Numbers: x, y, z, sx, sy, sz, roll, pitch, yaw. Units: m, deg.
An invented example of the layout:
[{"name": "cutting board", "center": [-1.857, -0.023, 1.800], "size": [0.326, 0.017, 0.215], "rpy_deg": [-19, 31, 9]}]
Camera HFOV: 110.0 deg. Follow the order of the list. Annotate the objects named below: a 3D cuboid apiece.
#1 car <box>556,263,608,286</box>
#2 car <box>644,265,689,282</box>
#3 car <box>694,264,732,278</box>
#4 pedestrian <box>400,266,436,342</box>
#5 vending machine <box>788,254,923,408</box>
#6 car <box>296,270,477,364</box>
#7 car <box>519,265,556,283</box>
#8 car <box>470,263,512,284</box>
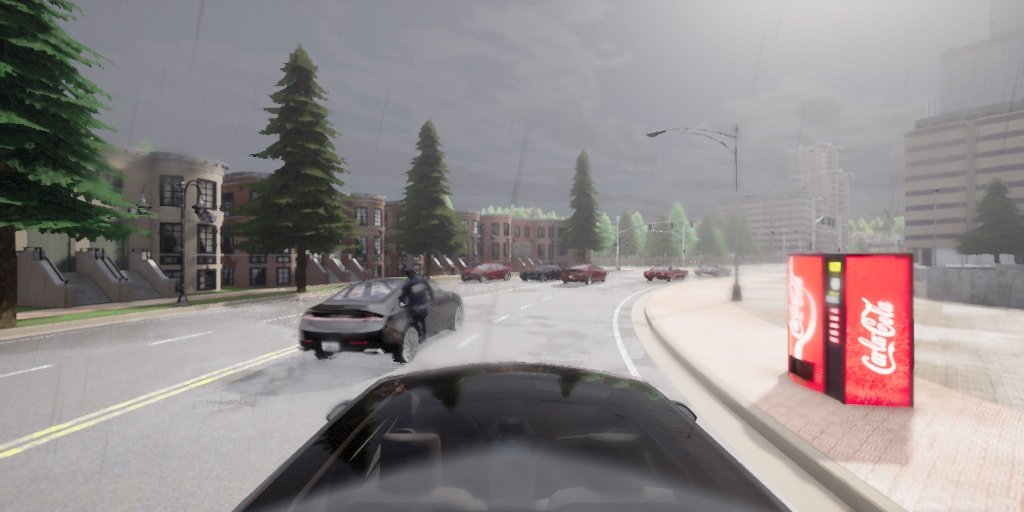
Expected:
[{"name": "car", "center": [5.475, 1.294, 26.516], "size": [1.882, 1.535, 5.008], "rpy_deg": [0, 0, 36]}, {"name": "car", "center": [12.757, 1.428, 29.447], "size": [4.718, 1.301, 1.895], "rpy_deg": [0, 0, -44]}, {"name": "car", "center": [20.345, 1.449, 36.203], "size": [4.718, 1.301, 1.895], "rpy_deg": [0, 0, -38]}, {"name": "pedestrian", "center": [-1.717, 1.067, 6.766], "size": [0.375, 1.860, 0.375], "rpy_deg": [-10, 4, 10]}, {"name": "vending machine", "center": [4.597, 0.956, 4.970], "size": [1.100, 2.100, 0.880], "rpy_deg": [0, 0, 7]}, {"name": "car", "center": [-2.553, 1.260, 8.239], "size": [2.128, 1.511, 4.902], "rpy_deg": [0, 0, 10]}, {"name": "car", "center": [2.612, 1.423, 28.912], "size": [1.895, 1.301, 4.718], "rpy_deg": [0, 0, 38]}, {"name": "car", "center": [-1.958, 1.296, 28.389], "size": [1.882, 1.535, 5.008], "rpy_deg": [0, 0, 35]}]
